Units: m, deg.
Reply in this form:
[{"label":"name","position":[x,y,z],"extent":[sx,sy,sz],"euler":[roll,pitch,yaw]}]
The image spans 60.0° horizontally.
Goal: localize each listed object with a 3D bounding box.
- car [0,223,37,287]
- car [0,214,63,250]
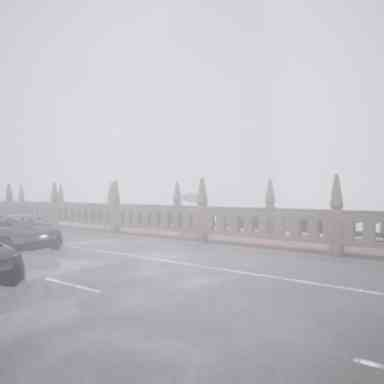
[{"label":"car","position":[-5.960,1.564,8.103],"extent":[4.181,1.385,1.994],"euler":[0,0,34]},{"label":"car","position":[-6.977,1.563,13.035],"extent":[4.181,1.385,1.994],"euler":[0,0,34]}]
